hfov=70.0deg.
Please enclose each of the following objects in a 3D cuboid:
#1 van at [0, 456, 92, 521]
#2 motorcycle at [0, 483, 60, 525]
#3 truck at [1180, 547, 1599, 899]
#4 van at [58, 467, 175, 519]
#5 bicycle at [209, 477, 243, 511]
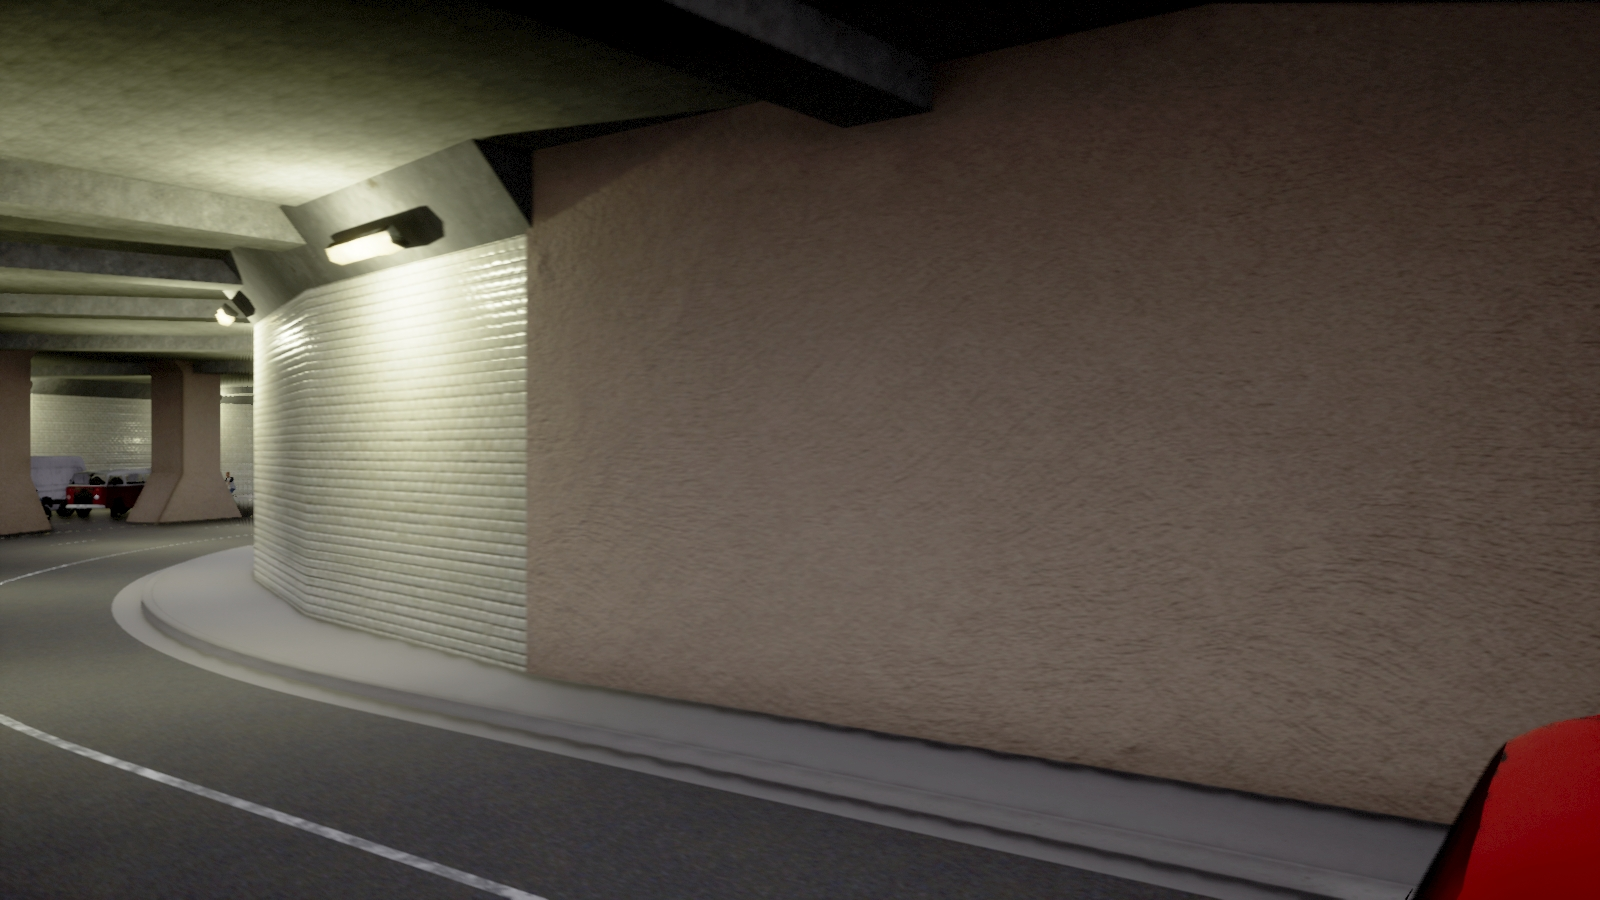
[{"bbox_3d":[-32.284,1.535,46.857,1.988,2.561,5.915,0,0,12],"label":"van"},{"bbox_3d":[-29.399,2.034,43.592,0.803,1.505,2.033,0,0,11],"label":"motorcycle"},{"bbox_3d":[3.472,1.568,1.350,5.204,2.467,2.627,0,0,35],"label":"truck"},{"bbox_3d":[-29.112,1.783,48.834,2.069,2.038,4.480,0,0,5],"label":"van"},{"bbox_3d":[-26.928,2.045,53.614,0.373,1.521,1.643,0,0,18],"label":"bicycle"}]
